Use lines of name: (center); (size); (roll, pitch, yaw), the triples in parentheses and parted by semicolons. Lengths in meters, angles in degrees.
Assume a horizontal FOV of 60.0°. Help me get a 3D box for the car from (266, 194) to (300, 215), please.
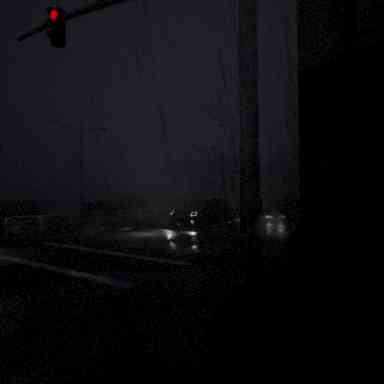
car: (8.522, 1.244, 30.582); (2.128, 1.511, 4.902); (-1, 0, 38)

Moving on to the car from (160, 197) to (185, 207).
car: (-3.041, 1.501, 52.265); (1.970, 1.475, 3.806); (-1, 0, 37)

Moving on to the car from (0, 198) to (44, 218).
car: (-15.877, 1.513, 29.938); (1.970, 1.475, 3.806); (-1, 0, 37)

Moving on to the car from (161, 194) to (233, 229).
car: (0.613, 1.197, 20.276); (2.097, 1.767, 4.553); (-1, 0, 37)

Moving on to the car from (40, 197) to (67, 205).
car: (-30.323, 1.882, 72.980); (2.152, 1.636, 5.027); (-1, 0, 37)

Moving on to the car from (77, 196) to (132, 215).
car: (-8.692, 1.485, 33.326); (2.007, 1.523, 4.514); (-1, 0, 37)

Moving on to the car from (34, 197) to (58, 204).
car: (-32.850, 1.929, 74.839); (2.007, 1.523, 4.514); (-1, 0, 37)

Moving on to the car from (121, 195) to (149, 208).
car: (-8.151, 1.297, 45.497); (1.932, 1.855, 4.605); (-1, 0, 37)

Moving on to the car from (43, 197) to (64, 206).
car: (-25.549, 1.783, 59.698); (1.845, 1.501, 3.633); (-1, 0, 37)

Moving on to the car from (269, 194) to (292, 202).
car: (20.269, 1.337, 76.482); (4.611, 1.667, 2.242); (-1, 0, 37)

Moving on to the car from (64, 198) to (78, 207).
car: (-17.626, 1.642, 53.610); (2.007, 1.523, 4.514); (-1, 0, 37)
